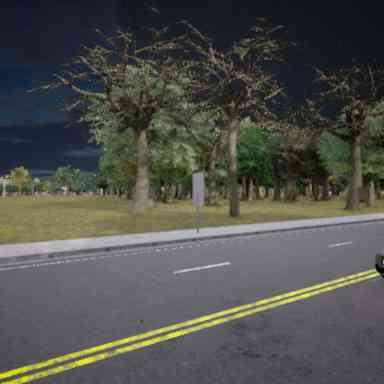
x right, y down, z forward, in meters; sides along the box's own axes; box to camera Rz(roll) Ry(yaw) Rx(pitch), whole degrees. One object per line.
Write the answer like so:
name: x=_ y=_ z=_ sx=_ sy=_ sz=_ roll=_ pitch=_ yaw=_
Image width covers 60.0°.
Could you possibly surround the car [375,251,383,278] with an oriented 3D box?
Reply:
car: x=6.505 y=1.558 z=8.064 sx=4.718 sy=1.301 sz=1.895 roll=0 pitch=0 yaw=-35
